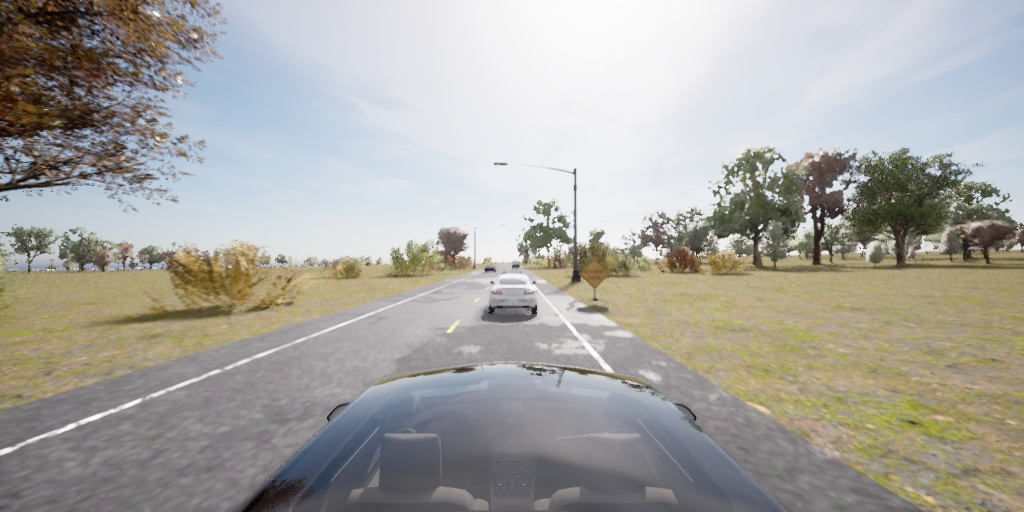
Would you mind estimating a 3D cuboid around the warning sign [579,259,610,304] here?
[{"bbox_3d":[3.549,1.046,15.329,1.300,1.860,1.060,0,0,0],"label":"warning sign"}]

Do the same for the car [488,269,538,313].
[{"bbox_3d":[0.052,1.449,14.764,1.812,1.442,4.674,0,-1,0],"label":"car"}]

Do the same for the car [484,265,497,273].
[{"bbox_3d":[-3.556,2.100,59.360,1.895,1.301,4.718,0,-1,1],"label":"car"}]

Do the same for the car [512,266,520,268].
[{"bbox_3d":[0.041,1.704,28.489,1.895,1.301,4.718,0,-1,1],"label":"car"}]
